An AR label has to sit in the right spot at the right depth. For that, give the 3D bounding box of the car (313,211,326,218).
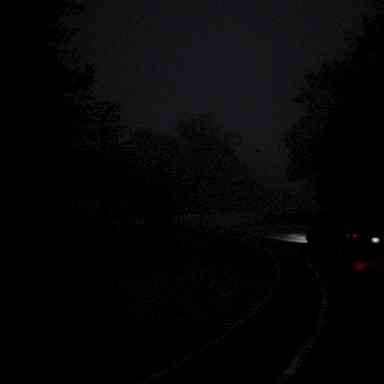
[{"bbox_3d":[31.109,5.413,81.135,2.128,1.511,4.902,-1,-5,32],"label":"car"}]

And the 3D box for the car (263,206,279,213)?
[{"bbox_3d":[14.281,3.205,59.785,2.128,1.511,4.902,-1,-5,31],"label":"car"}]

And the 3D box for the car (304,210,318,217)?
[{"bbox_3d":[25.959,4.692,72.511,1.994,1.385,4.181,-1,-5,31],"label":"car"}]

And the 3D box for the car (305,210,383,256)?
[{"bbox_3d":[6.274,1.662,13.547,1.994,1.385,4.181,0,-1,-3],"label":"car"}]

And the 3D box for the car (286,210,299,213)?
[{"bbox_3d":[22.152,4.590,72.956,2.033,1.411,5.357,-1,-5,31],"label":"car"}]
